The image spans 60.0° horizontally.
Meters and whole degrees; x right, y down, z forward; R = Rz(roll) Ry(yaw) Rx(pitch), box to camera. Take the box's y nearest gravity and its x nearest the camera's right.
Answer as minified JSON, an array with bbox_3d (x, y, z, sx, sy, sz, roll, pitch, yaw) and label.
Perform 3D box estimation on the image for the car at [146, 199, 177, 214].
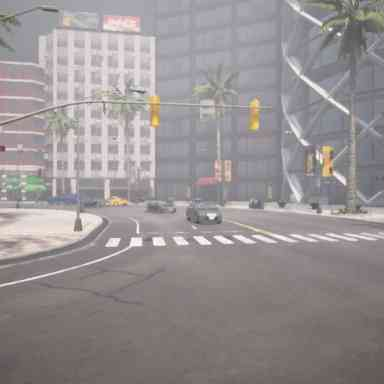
[{"bbox_3d":[-3.362,1.525,35.485,1.812,1.442,4.674,0,0,-33],"label":"car"}]

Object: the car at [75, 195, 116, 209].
[{"bbox_3d":[-13.305,1.491,45.746,4.902,1.511,2.128,0,0,33],"label":"car"}]

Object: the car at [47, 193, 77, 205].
[{"bbox_3d":[-22.336,1.221,57.786,5.566,2.045,2.150,0,0,16],"label":"car"}]

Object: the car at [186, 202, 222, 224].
[{"bbox_3d":[0.814,1.490,24.890,2.128,1.511,4.902,0,0,-13],"label":"car"}]

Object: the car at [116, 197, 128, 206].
[{"bbox_3d":[-12.723,1.476,53.681,5.008,1.535,1.882,0,0,28],"label":"car"}]
